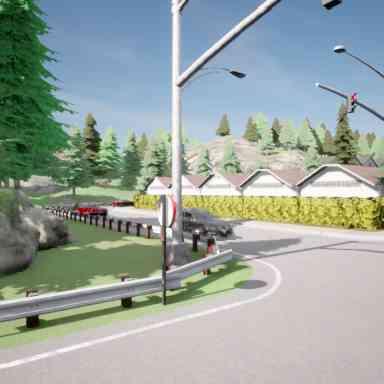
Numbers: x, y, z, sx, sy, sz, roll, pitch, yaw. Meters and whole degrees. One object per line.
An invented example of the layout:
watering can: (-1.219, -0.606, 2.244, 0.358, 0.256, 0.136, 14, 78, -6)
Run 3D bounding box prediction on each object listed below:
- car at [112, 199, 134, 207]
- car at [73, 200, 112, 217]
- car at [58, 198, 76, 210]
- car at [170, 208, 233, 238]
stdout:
car: (-10.958, 1.777, 53.332, 1.895, 1.301, 4.718, 0, 0, 33)
car: (-9.867, 1.793, 32.808, 1.895, 1.301, 4.718, 0, 0, -35)
car: (-16.010, 1.536, 43.157, 2.097, 1.767, 4.553, 0, 0, -14)
car: (0.214, 1.696, 18.400, 1.837, 1.490, 4.892, 0, 0, -35)
